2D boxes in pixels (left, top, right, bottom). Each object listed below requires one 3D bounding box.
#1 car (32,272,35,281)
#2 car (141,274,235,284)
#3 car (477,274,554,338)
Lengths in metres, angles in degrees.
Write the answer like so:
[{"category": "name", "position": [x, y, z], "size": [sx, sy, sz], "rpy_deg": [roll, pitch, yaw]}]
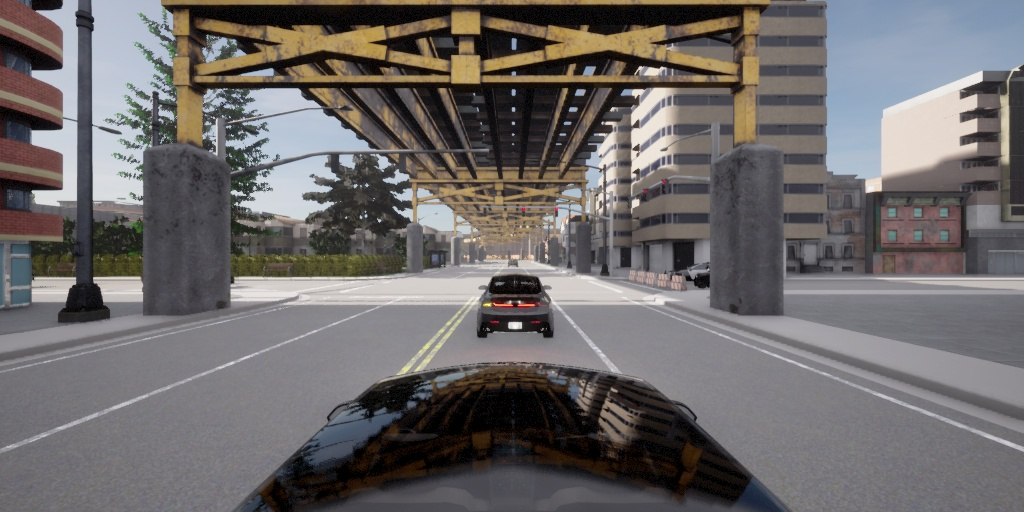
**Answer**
[{"category": "car", "position": [-33.593, 0.972, 22.374], "size": [5.566, 2.045, 2.150], "rpy_deg": [0, 0, 1]}, {"category": "car", "position": [-20.035, 1.255, 22.285], "size": [4.892, 1.490, 1.837], "rpy_deg": [0, 0, 0]}, {"category": "car", "position": [0.087, 1.255, 10.172], "size": [1.837, 1.490, 4.892], "rpy_deg": [0, 0, 0]}]
